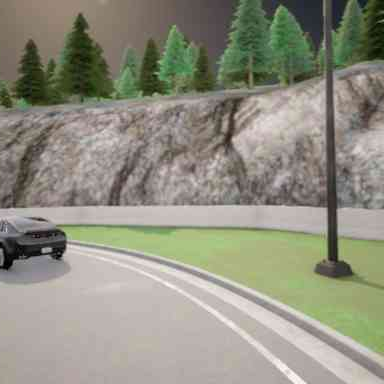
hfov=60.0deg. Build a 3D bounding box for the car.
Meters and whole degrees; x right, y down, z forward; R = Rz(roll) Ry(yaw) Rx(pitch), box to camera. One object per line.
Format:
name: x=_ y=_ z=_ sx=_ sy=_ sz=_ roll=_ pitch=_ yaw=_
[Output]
car: x=-6.211 y=1.605 z=11.676 sx=4.892 sy=1.490 sz=1.837 roll=-3 pitch=-1 yaw=41
